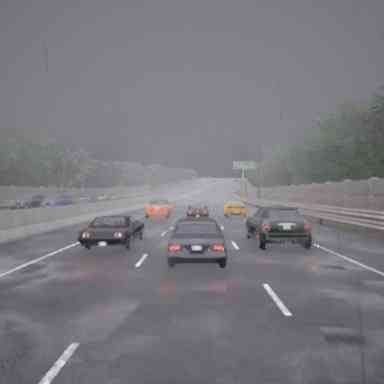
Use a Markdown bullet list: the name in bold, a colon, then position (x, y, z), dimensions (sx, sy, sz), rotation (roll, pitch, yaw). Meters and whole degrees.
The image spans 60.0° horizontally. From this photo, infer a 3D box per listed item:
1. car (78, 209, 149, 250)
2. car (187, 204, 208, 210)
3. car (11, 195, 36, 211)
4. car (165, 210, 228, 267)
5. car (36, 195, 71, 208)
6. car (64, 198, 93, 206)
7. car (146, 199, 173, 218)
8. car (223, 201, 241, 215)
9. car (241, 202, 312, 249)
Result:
- **car**: position (-3.288, 1.649, 14.598), dimensions (1.895, 1.301, 4.718), rotation (0, 0, 1)
- **car**: position (0.519, 1.715, 29.730), dimensions (1.895, 1.301, 4.718), rotation (0, 0, 2)
- **car**: position (-20.297, 1.367, 41.709), dimensions (2.150, 2.045, 5.566), rotation (0, 0, 2)
- **car**: position (0.170, 1.585, 11.563), dimensions (2.033, 1.411, 5.357), rotation (0, 0, 1)
- **car**: position (-16.800, 1.369, 41.607), dimensions (2.150, 2.045, 5.566), rotation (0, 0, 2)
- **car**: position (-13.329, 1.695, 40.872), dimensions (2.033, 1.411, 5.357), rotation (0, 0, 2)
- **car**: position (-2.946, 1.468, 30.978), dimensions (2.097, 1.767, 4.553), rotation (0, 0, 2)
- **car**: position (4.105, 1.606, 32.653), dimensions (1.882, 1.535, 5.008), rotation (0, 0, 2)
- **car**: position (3.721, 1.406, 15.028), dimensions (2.097, 1.767, 4.553), rotation (0, 0, 1)
